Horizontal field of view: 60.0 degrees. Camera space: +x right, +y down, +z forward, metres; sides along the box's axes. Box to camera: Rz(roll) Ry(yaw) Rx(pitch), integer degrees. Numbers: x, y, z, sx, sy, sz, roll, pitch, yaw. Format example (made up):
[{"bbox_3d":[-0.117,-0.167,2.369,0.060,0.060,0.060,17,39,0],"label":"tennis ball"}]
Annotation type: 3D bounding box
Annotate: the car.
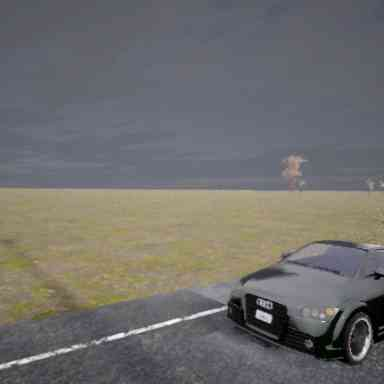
[{"bbox_3d":[2.639,1.584,5.871,4.181,1.385,1.994,0,0,-35],"label":"car"}]
